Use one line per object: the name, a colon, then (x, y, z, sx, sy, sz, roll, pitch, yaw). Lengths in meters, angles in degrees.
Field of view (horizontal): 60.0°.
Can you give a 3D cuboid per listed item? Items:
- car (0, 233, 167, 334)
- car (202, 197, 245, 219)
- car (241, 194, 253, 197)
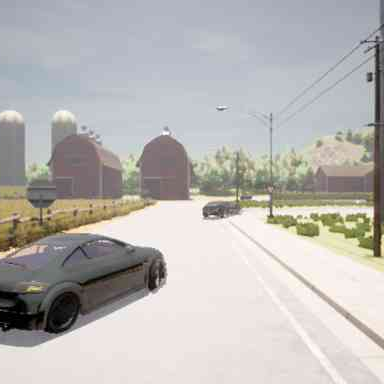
car: (-2.248, 1.560, 6.949, 1.994, 1.385, 4.181, 0, 0, 26)
car: (2.713, 1.493, 29.286, 1.837, 1.490, 4.892, -1, 0, 33)
car: (14.310, 1.213, 86.227, 2.097, 1.767, 4.553, 0, 0, 25)
